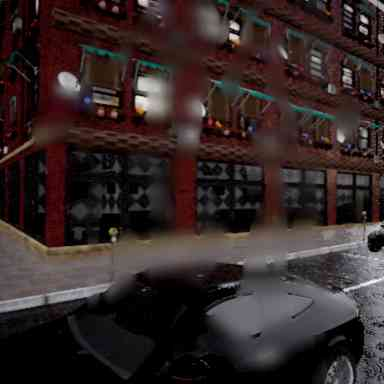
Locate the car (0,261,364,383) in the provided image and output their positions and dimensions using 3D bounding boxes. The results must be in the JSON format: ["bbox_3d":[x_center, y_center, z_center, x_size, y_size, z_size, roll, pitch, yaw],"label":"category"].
[{"bbox_3d":[-0.098,1.526,3.301,4.674,1.442,1.812,0,0,-36],"label":"car"}]

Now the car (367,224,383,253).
[{"bbox_3d":[8.375,1.569,12.519,4.313,1.339,1.947,0,1,-35],"label":"car"}]
